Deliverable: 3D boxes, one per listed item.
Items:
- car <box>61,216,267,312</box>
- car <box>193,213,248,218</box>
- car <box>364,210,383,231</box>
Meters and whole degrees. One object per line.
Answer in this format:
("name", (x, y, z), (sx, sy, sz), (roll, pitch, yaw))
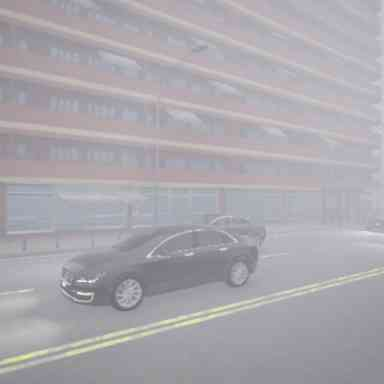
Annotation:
("car", (-0.516, 1.552, 7.914), (4.892, 1.490, 1.837), (0, 0, -35))
("car", (0.832, 1.595, 13.141), (4.902, 1.511, 2.128), (1, -1, -35))
("car", (13.204, 1.867, 21.894), (4.181, 1.385, 1.994), (1, -1, -35))
